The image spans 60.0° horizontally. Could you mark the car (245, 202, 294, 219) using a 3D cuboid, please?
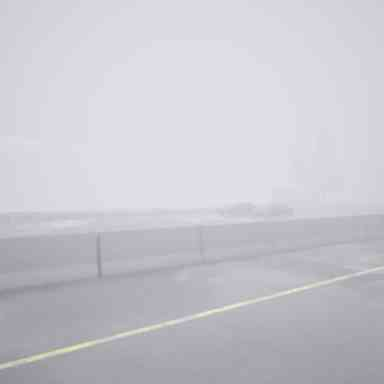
[{"bbox_3d":[7.494,1.681,30.704,4.674,1.442,1.812,0,0,-35],"label":"car"}]

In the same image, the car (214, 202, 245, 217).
[{"bbox_3d":[4.729,1.676,33.043,5.357,1.411,2.033,0,0,-35],"label":"car"}]
